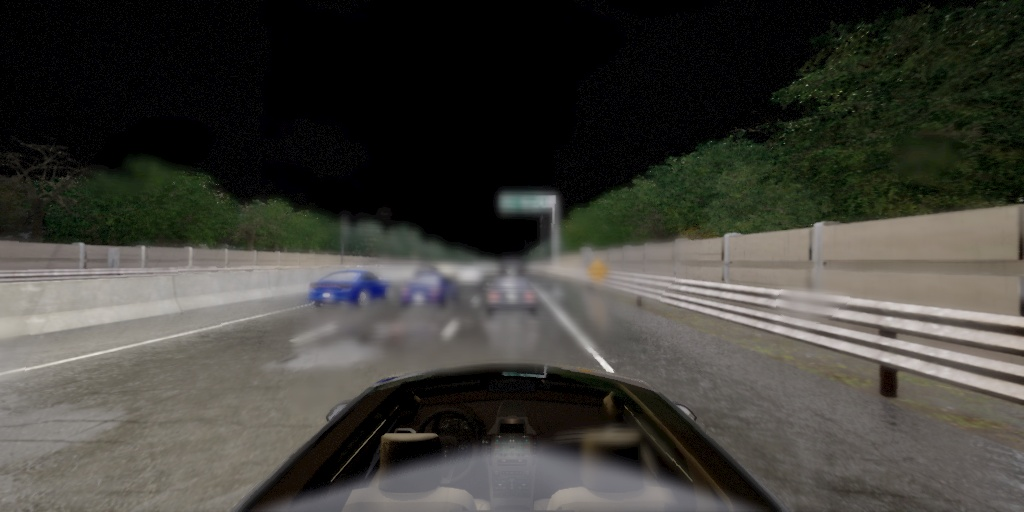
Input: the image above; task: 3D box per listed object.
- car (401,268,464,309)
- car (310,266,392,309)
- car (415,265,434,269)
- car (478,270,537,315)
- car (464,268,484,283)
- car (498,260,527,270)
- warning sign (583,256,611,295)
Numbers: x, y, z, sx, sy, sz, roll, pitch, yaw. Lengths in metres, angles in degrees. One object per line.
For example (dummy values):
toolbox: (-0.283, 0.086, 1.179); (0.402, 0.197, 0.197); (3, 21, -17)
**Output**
car: (-3.470, 1.449, 15.774); (1.812, 1.442, 4.674); (0, -1, 1)
car: (-6.967, 1.406, 16.123); (1.882, 1.535, 5.008); (0, -1, 1)
car: (-6.974, 1.685, 30.394); (1.837, 1.490, 4.892); (0, -1, 1)
car: (0.012, 1.451, 14.402); (2.033, 1.411, 5.357); (0, -1, 0)
car: (-3.468, 1.711, 30.801); (1.812, 1.442, 4.674); (0, -1, 1)
car: (0.015, 1.385, 29.494); (2.150, 2.045, 5.566); (0, -1, 0)
warning sign: (4.553, 1.085, 18.828); (1.300, 1.860, 1.060); (0, 0, 0)
